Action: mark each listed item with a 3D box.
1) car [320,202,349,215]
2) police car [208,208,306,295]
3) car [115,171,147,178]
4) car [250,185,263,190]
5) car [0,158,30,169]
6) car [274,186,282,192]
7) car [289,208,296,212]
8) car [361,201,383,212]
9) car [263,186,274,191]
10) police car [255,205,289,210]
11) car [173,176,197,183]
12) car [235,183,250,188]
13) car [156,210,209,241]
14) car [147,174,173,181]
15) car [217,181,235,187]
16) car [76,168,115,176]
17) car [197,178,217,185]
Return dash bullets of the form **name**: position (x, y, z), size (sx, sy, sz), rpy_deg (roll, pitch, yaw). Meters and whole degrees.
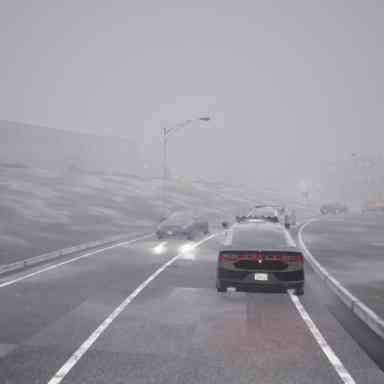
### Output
- **car**: position (17.852, 2.050, 41.566), size (4.892, 1.490, 1.837), rpy_deg (1, -4, -41)
- **police car**: position (1.748, 1.458, 9.009), size (1.930, 1.638, 5.238), rpy_deg (-1, 0, 9)
- **car**: position (-10.199, -2.494, 52.126), size (4.892, 1.521, 2.231), rpy_deg (3, -5, -41)
- **car**: position (13.366, -0.838, 75.552), size (2.231, 1.521, 4.892), rpy_deg (-4, -6, 42)
- **car**: position (-22.681, -3.282, 41.422), size (4.553, 1.767, 2.185), rpy_deg (3, -5, -41)
- **car**: position (20.630, -0.417, 84.129), size (2.435, 2.045, 5.566), rpy_deg (-3, -6, 40)
- **car**: position (6.135, 1.693, 23.490), size (1.837, 1.490, 4.892), rpy_deg (-2, -1, 24)
- **car**: position (27.244, 2.117, 49.727), size (4.553, 1.767, 2.097), rpy_deg (2, -4, -39)
- **car**: position (17.045, -0.640, 79.818), size (2.185, 1.767, 4.553), rpy_deg (-4, -6, 41)
- **police car**: position (4.061, 1.544, 18.270), size (1.930, 1.638, 5.238), rpy_deg (-1, -1, 19)
- **car**: position (-2.010, -1.972, 59.596), size (5.008, 1.535, 2.097), rpy_deg (4, -6, -43)
- **car**: position (9.735, -1.086, 71.533), size (2.002, 1.452, 4.674), rpy_deg (-4, -6, 43)
- **car**: position (-0.357, 1.720, 18.172), size (1.812, 1.442, 4.674), rpy_deg (-1, -1, 18)
- **car**: position (-6.064, -2.199, 55.814), size (4.674, 1.452, 2.002), rpy_deg (4, -6, -42)
- **car**: position (5.951, -1.380, 67.525), size (2.163, 1.488, 4.792), rpy_deg (-4, -6, 44)
- **car**: position (-14.380, -2.725, 48.530), size (4.892, 1.521, 2.231), rpy_deg (3, -5, -41)
- **car**: position (1.945, -1.824, 63.452), size (4.553, 1.767, 2.185), rpy_deg (4, -6, -44)
